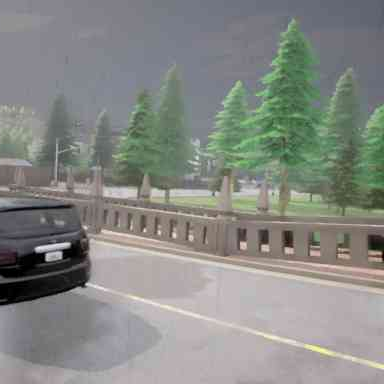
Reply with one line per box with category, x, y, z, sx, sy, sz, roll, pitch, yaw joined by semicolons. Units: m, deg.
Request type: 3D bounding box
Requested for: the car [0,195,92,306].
car;-4.546;1.074;7.214;5.566;2.045;2.150;3;2;35
